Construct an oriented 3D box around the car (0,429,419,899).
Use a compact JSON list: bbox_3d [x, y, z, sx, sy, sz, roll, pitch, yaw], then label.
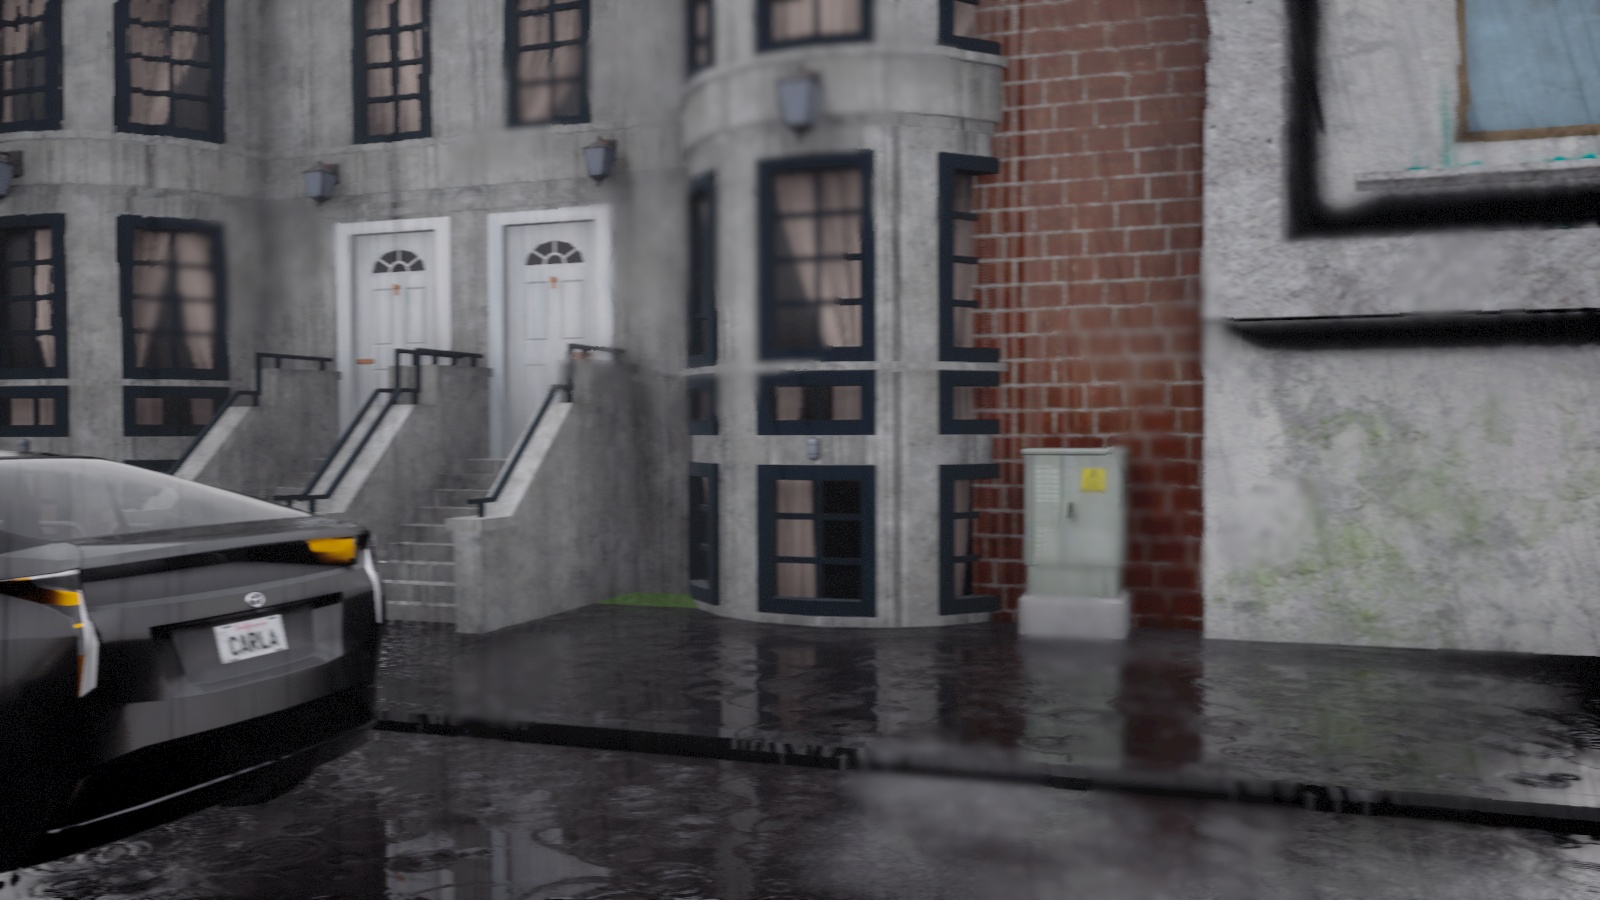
[{"bbox_3d":[-4.075,0.677,5.087,4.514,1.525,2.007,1,1,19],"label":"car"}]
